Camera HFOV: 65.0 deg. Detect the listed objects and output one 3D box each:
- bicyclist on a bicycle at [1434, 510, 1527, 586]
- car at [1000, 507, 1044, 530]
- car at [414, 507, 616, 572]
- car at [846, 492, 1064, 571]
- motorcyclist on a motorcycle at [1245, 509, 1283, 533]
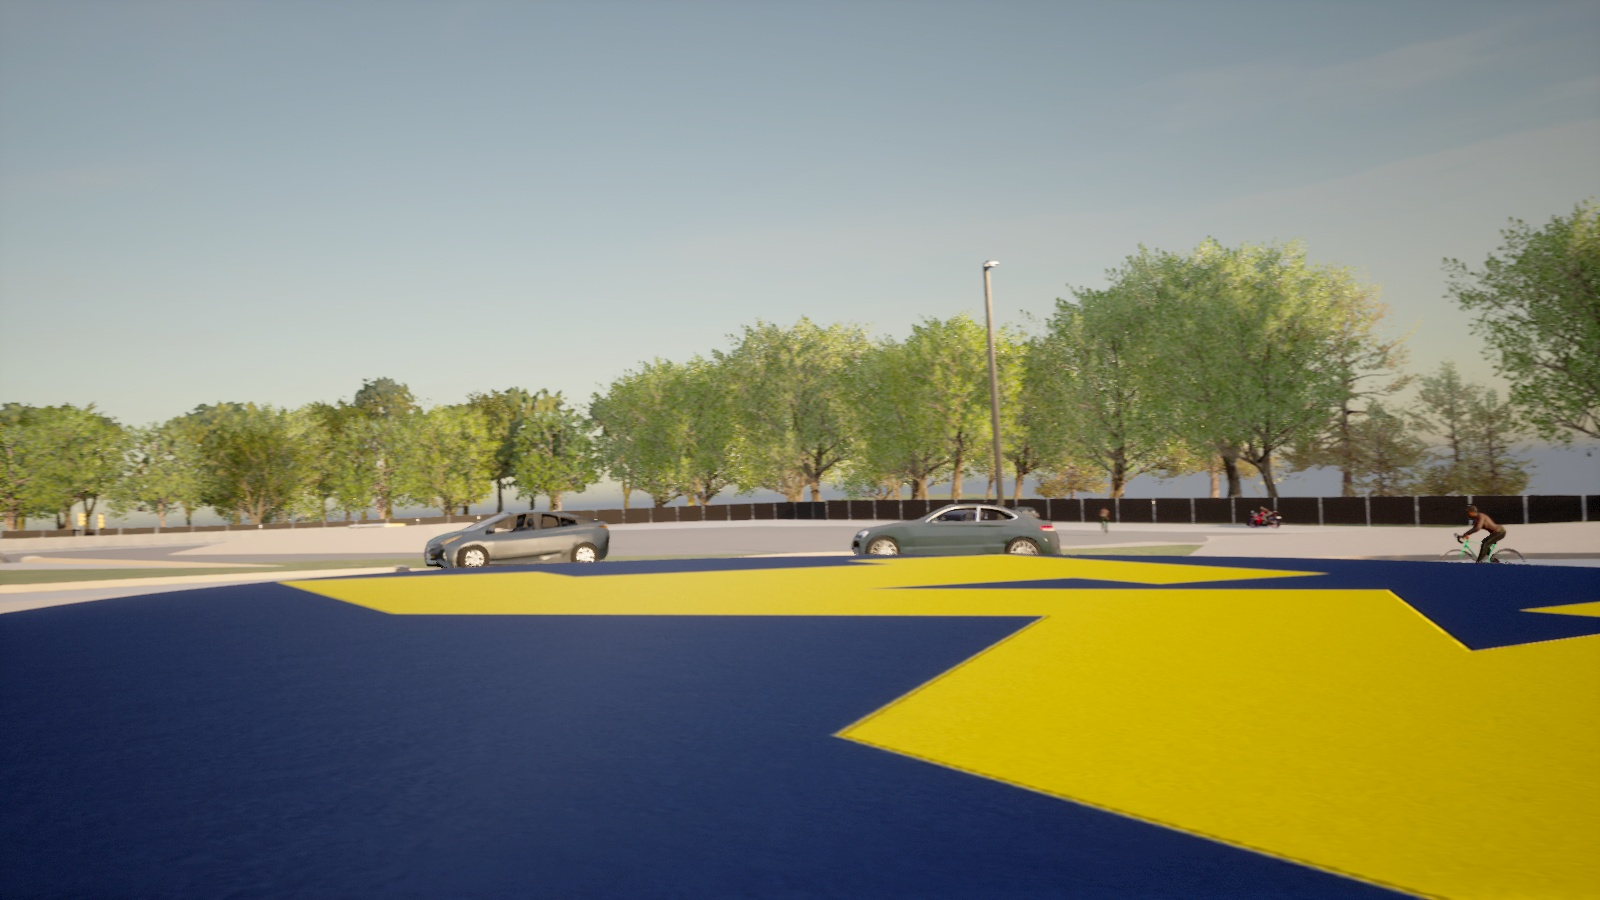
[{"bbox_3d":[14.776,2.142,27.307,1.656,1.620,0.582,-2,-7,21],"label":"bicyclist on a bicycle"},{"bbox_3d":[17.022,5.235,96.406,1.789,1.549,3.705,-1,-1,-16],"label":"car"},{"bbox_3d":[-7.090,2.196,31.390,4.514,1.525,2.007,2,-4,-31],"label":"car"},{"bbox_3d":[3.644,2.000,30.339,5.027,1.651,2.152,1,-6,2],"label":"car"},{"bbox_3d":[31.292,4.803,84.750,2.191,1.530,0.866,-2,-1,45],"label":"motorcyclist on a motorcycle"}]
